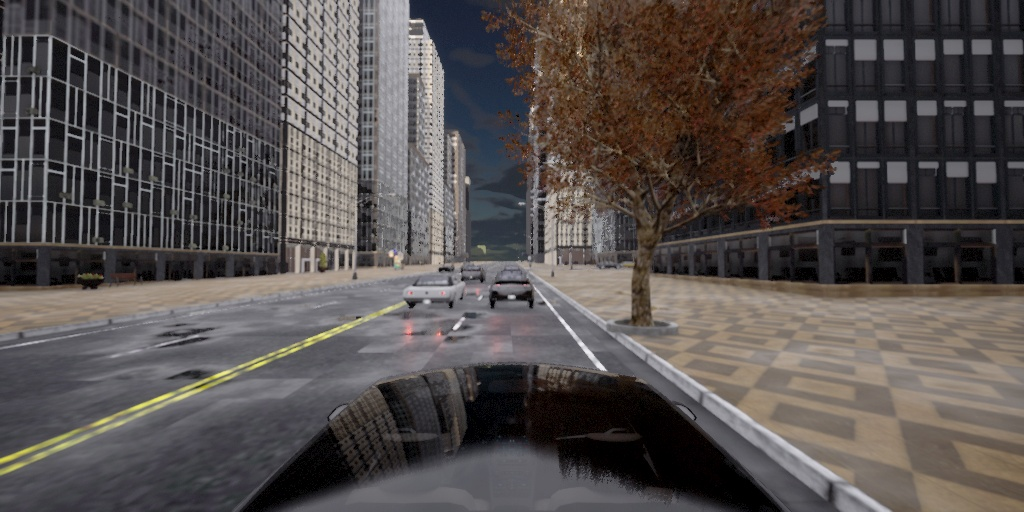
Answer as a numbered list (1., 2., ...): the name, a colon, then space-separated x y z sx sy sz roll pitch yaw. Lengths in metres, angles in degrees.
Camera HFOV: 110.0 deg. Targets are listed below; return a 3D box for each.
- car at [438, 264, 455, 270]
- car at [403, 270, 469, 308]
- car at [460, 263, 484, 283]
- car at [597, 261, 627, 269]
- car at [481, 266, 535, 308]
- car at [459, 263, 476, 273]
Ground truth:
1. car: -9.782 1.846 53.493 1.895 1.301 4.718 0 -1 0
2. car: -3.257 1.487 15.976 1.895 1.301 4.718 0 -1 0
3. car: -3.263 1.524 31.165 2.128 1.511 4.902 0 0 0
4. car: 16.655 1.601 61.351 4.403 1.370 2.007 0 0 -1
5. car: -0.005 1.381 16.161 2.128 1.511 4.902 0 0 0
6. car: -6.533 1.757 53.298 1.837 1.490 4.892 0 -1 0
